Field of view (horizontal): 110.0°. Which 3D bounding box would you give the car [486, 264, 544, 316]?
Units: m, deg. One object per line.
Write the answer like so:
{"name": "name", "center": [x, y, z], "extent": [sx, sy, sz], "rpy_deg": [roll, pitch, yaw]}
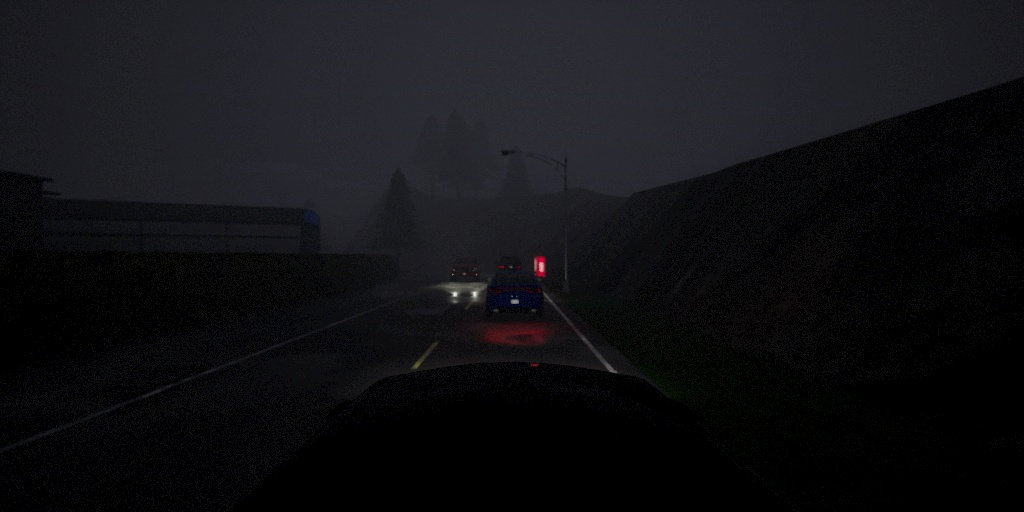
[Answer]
{"name": "car", "center": [0.094, 1.250, 13.465], "extent": [1.882, 1.535, 5.008], "rpy_deg": [0, 0, 0]}

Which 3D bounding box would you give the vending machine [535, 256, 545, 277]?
{"name": "vending machine", "center": [2.774, 1.011, 35.423], "extent": [1.100, 2.100, 0.880], "rpy_deg": [0, 0, -10]}

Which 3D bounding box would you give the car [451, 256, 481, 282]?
{"name": "car", "center": [-3.825, 1.027, 30.486], "extent": [2.150, 2.045, 5.566], "rpy_deg": [0, 0, -3]}

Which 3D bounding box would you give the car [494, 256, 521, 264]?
{"name": "car", "center": [-0.371, 1.030, 32.064], "extent": [2.150, 2.045, 5.566], "rpy_deg": [0, 0, -6]}
